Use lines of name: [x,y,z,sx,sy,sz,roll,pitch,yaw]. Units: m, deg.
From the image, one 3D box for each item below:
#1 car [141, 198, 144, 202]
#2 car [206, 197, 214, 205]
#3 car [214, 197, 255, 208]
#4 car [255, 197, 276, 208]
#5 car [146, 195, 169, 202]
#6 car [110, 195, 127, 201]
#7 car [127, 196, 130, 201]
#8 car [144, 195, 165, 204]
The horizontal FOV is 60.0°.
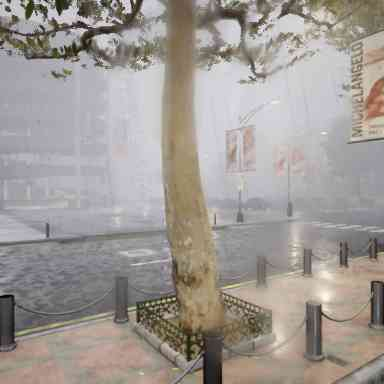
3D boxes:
car: [-8.972,1.478,73.850,5.008,1.535,1.882,0,0,30]
car: [4.157,1.547,55.941,2.033,1.411,5.357,0,0,-36]
car: [5.957,1.547,47.398,2.033,1.411,5.357,0,0,-35]
car: [9.803,1.505,47.996,1.837,1.490,4.892,0,0,-36]
car: [-7.947,1.525,77.261,4.902,1.511,2.128,0,0,26]
car: [-18.503,1.427,77.715,5.008,1.535,1.882,0,0,12]
car: [-17.539,1.440,81.080,4.892,1.490,1.837,0,0,12]
car: [-6.329,1.505,62.928,4.892,1.490,1.837,0,0,42]
